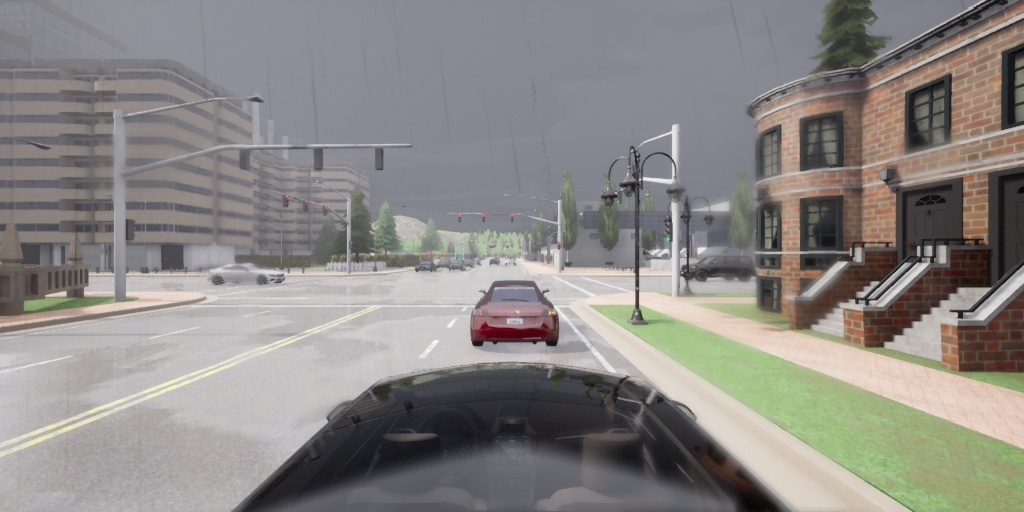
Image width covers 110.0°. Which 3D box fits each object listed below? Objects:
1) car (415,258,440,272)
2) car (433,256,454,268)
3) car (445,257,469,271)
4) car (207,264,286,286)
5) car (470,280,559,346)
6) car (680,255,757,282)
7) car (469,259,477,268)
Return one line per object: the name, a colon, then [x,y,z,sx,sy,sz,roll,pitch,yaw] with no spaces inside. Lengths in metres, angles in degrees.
car: [-10.766,1.314,45.074,1.994,1.385,4.181,0,0,0]
car: [-10.805,1.253,57.368,1.837,1.490,4.892,0,0,0]
car: [-7.272,1.255,48.128,1.837,1.490,4.892,0,0,0]
car: [-18.313,1.276,24.792,4.674,1.442,1.812,0,0,-3]
car: [0.056,1.314,9.396,1.994,1.385,4.181,0,0,0]
car: [16.085,0.971,28.106,5.566,2.045,2.150,0,0,-1]
car: [-7.306,1.255,59.124,1.837,1.490,4.892,0,0,0]
